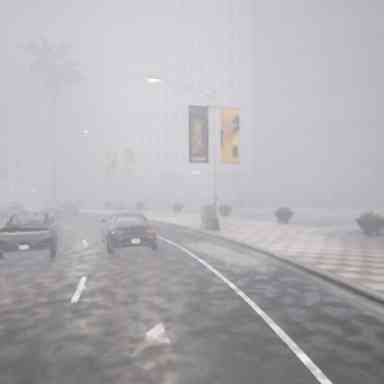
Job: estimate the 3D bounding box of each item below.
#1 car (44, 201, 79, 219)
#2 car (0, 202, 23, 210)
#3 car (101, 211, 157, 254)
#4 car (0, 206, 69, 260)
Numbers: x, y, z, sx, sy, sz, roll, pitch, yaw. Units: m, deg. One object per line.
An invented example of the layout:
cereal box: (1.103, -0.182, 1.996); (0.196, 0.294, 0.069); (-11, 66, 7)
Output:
car: (-11.284, 1.508, 28.279); (2.128, 1.511, 4.902); (-1, 0, -40)
car: (-14.962, 1.547, 27.163); (2.128, 1.511, 4.902); (-1, 0, -43)
car: (-2.641, 1.507, 13.577); (1.812, 1.442, 4.674); (0, 0, -18)
car: (-6.006, 1.508, 12.660); (2.128, 1.511, 4.902); (0, 0, -19)
